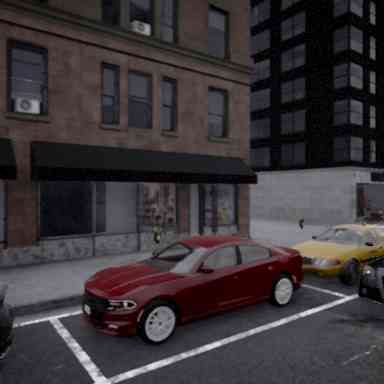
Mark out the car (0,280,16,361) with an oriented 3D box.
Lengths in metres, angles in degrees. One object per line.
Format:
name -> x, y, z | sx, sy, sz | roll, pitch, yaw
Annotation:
car -> -4.193, 1.553, 3.195 | 4.403, 1.369, 2.008 | 0, 0, -36

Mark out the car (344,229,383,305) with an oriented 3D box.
car -> 5.287, 1.555, 6.845 | 4.181, 1.385, 1.994 | 0, 0, -35

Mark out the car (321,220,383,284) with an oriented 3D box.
car -> 4.544, 1.515, 9.437 | 4.829, 1.417, 1.752 | 0, 0, -36

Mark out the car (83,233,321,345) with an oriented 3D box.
car -> 0.245, 1.541, 6.366 | 4.507, 1.381, 1.887 | 0, 0, -36
